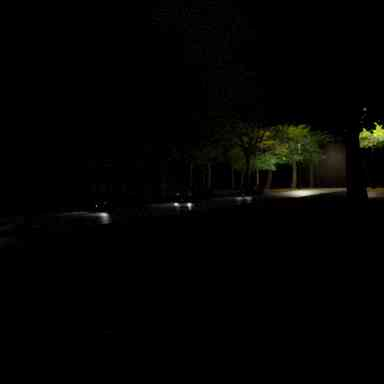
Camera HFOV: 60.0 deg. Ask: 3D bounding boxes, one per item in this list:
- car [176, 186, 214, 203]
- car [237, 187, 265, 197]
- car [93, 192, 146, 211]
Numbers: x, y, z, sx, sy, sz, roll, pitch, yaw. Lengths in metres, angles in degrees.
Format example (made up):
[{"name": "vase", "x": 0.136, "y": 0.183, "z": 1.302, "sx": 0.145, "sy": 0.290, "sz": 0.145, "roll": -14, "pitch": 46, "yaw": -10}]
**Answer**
[{"name": "car", "x": 0.336, "y": 0.145, "z": 35.083, "sx": 2.097, "sy": 1.767, "sz": 4.553, "roll": -1, "pitch": 2, "yaw": 38}, {"name": "car", "x": 7.970, "y": -0.082, "z": 44.963, "sx": 1.895, "sy": 1.301, "sz": 4.718, "roll": -1, "pitch": 2, "yaw": 38}, {"name": "car", "x": -5.801, "y": 0.715, "z": 27.119, "sx": 1.812, "sy": 1.442, "sz": 4.674, "roll": -1, "pitch": 2, "yaw": 39}]
